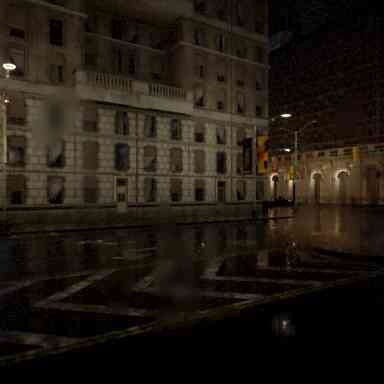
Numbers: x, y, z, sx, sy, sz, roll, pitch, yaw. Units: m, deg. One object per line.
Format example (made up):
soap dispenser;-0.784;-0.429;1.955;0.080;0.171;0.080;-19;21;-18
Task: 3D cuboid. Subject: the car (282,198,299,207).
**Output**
car;14.406;1.564;51.366;1.994;1.385;4.181;0;0;-32

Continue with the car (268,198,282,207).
car;10.866;1.601;50.404;1.895;1.301;4.718;0;0;-32
